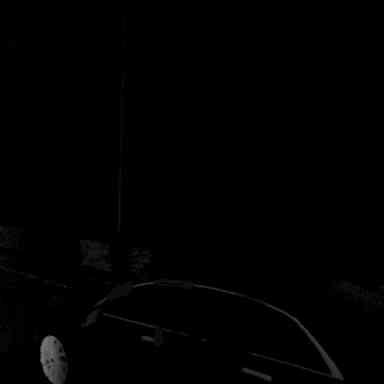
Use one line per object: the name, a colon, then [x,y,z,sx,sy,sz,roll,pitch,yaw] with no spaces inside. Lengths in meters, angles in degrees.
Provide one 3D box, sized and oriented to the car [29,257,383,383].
car: [0.185,1.487,3.553,4.892,1.490,1.837,0,0,36]
